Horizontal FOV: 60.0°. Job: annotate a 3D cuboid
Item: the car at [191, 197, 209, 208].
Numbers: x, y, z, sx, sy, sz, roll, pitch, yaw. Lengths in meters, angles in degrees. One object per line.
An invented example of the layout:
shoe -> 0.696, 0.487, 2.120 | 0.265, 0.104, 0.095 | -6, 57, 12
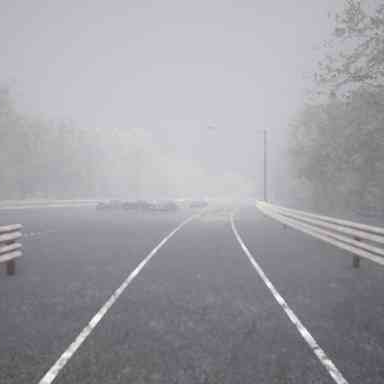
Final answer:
car -> 1.197, 1.853, 53.271 | 1.994, 1.385, 4.181 | 0, -1, 16

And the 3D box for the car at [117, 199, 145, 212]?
car -> -6.442, 1.541, 39.224 | 1.882, 1.535, 5.008 | 0, -1, 16

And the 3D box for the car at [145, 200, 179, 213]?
car -> -3.067, 1.653, 38.162 | 2.033, 1.411, 5.357 | 1, 0, 16

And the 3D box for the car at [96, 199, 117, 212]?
car -> -9.794, 1.580, 40.235 | 1.812, 1.442, 4.674 | 0, -1, 16

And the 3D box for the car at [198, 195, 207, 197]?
car -> 2.730, 1.907, 84.210 | 2.150, 2.045, 5.566 | 0, -1, 16
